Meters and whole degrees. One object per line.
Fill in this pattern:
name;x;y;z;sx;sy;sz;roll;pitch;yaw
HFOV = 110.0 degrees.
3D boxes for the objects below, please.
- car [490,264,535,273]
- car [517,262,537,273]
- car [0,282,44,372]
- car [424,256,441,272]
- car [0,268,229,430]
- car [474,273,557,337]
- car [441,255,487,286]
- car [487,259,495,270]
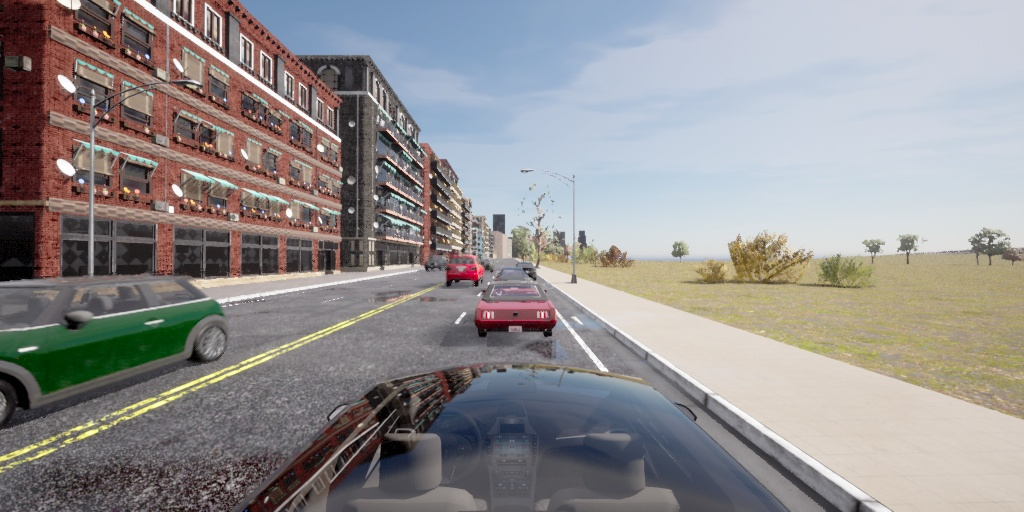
car;0.033;1.317;20.288;1.994;1.385;4.181;0;0;0
car;1.048;1.259;30.282;1.837;1.490;4.892;0;0;0
car;-9.860;1.242;4.291;2.128;1.511;4.902;0;0;0
car;-9.992;0.974;47.506;2.150;2.045;5.566;0;0;0
car;-6.611;1.102;5.091;2.097;1.767;4.553;0;0;0
car;0.074;1.352;10.258;1.895;1.301;4.718;0;0;0
car;-3.226;0.975;25.318;2.150;2.045;5.566;0;0;0
car;-3.290;1.105;44.914;2.097;1.767;4.553;0;0;2
